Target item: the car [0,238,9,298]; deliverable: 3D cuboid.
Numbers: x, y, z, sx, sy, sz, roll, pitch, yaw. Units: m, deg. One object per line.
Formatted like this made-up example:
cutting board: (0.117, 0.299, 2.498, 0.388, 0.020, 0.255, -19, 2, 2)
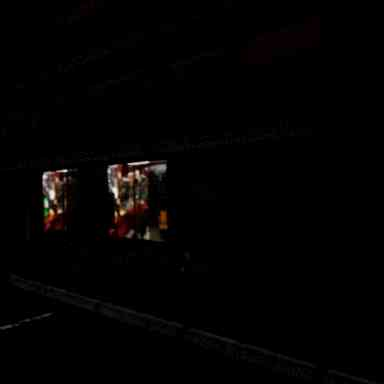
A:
car: (-5.698, 1.300, 6.796, 5.009, 1.841, 2.192, 0, -1, 36)
